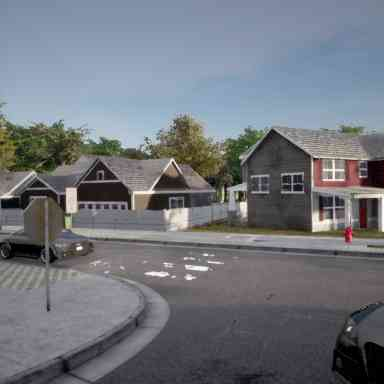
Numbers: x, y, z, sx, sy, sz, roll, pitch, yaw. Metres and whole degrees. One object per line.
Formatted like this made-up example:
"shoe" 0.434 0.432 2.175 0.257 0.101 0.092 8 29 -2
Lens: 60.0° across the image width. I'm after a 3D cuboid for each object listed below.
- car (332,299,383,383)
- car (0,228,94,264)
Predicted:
"car" 3.707 1.566 3.880 4.181 1.385 1.994 0 0 -26
"car" -6.230 2.117 14.214 4.181 1.385 1.994 -2 0 29
